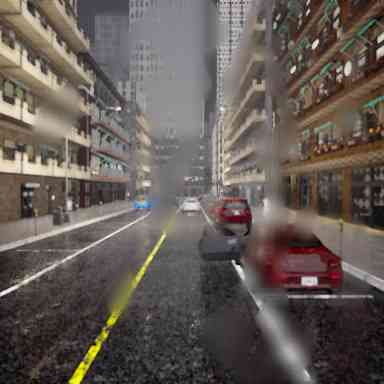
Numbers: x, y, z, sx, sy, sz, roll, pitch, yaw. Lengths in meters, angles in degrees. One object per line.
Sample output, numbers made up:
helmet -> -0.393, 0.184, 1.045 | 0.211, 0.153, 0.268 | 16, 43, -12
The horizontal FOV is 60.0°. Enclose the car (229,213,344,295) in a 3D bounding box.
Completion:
car -> 2.206, 1.508, 8.560 | 1.812, 1.442, 4.674 | 0, 0, 0

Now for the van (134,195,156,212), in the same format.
van -> -5.421, 1.263, 37.572 | 1.690, 1.788, 3.998 | -1, 0, 0

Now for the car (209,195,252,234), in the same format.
car -> 2.502, 1.271, 20.965 | 2.192, 1.841, 5.009 | -1, 0, 0

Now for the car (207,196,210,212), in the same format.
car -> 2.489, 1.385, 26.514 | 1.967, 1.590, 4.097 | -1, 0, 0

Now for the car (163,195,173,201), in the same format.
car -> -5.519, 1.399, 76.416 | 1.947, 1.339, 4.313 | -1, 0, 0

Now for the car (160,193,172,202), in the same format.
car -> -5.507, 1.161, 70.866 | 2.192, 1.841, 5.009 | -1, 0, 0

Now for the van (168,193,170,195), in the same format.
van -> -5.478, 1.213, 59.768 | 1.690, 1.788, 3.998 | -1, 0, 0

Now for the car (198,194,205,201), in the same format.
car -> 2.346, 1.345, 82.174 | 1.752, 1.417, 4.829 | -1, 0, 0

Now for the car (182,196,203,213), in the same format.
car -> -0.023, 1.452, 35.274 | 1.812, 1.442, 4.674 | 0, 0, 0

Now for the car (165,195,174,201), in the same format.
car -> -5.533, 1.365, 81.965 | 1.887, 1.381, 4.507 | -1, 0, 0

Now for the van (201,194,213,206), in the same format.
van -> 2.416, 1.226, 54.259 | 1.690, 1.788, 3.998 | -1, 0, 0

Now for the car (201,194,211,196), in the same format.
car -> 2.446, 1.349, 43.161 | 1.967, 1.590, 4.097 | -1, 0, 0

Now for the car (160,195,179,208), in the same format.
car -> -2.875, 1.467, 46.274 | 1.994, 1.385, 4.181 | 0, 0, 0

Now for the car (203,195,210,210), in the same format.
car -> 2.461, 1.446, 37.782 | 1.752, 1.417, 4.829 | -1, 0, 0

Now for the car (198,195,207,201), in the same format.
car -> 2.361, 1.378, 76.455 | 1.887, 1.381, 4.507 | -1, 0, 0

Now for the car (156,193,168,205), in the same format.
car -> -5.463, 1.325, 54.219 | 1.967, 1.590, 4.097 | -1, 0, 0
